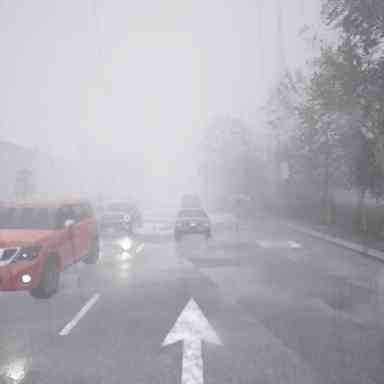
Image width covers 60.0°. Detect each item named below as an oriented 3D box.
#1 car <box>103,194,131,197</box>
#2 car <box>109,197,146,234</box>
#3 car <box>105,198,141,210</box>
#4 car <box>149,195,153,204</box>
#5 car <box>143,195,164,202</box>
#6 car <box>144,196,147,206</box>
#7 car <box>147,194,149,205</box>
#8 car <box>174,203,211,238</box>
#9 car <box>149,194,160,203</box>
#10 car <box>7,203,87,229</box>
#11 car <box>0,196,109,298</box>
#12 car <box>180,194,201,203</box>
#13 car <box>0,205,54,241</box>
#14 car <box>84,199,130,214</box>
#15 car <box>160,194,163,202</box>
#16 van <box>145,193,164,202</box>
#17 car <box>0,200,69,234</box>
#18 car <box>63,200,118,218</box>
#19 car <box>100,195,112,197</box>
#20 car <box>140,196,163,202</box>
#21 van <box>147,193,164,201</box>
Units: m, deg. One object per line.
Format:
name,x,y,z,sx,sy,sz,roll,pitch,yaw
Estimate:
car,-9.508,1.275,34.219,5.566,2.045,2.435,-1,0,-20
car,-4.197,1.372,19.381,2.097,1.767,4.553,0,0,0
car,-9.549,1.599,46.213,4.674,1.452,2.002,-1,0,-20
car,-9.550,1.621,55.231,4.792,1.488,2.163,-1,0,-20
car,-9.798,1.689,85.242,5.008,1.535,2.097,-1,0,-21
car,-9.593,1.444,49.210,4.553,1.767,2.185,-1,0,-20
car,-9.601,1.455,52.211,4.553,1.767,2.185,-1,0,-20
car,0.022,1.562,17.876,2.033,1.411,5.357,0,0,0
car,-9.641,1.647,67.223,4.892,1.521,2.231,-1,-1,-20
car,-9.505,1.548,22.194,4.674,1.452,2.002,-1,0,-20
car,-4.080,1.233,8.885,2.150,2.045,5.566,0,0,0
car,-0.146,1.267,37.530,2.150,2.045,5.566,0,0,-1
car,-9.477,1.502,16.183,5.008,1.535,2.097,-1,0,-20
car,-9.507,1.563,37.220,4.792,1.488,2.163,-1,0,-20
car,-9.478,1.655,70.288,5.366,1.575,1.946,-1,-1,-20
van,-9.944,1.440,88.186,4.442,1.987,1.878,-1,1,-21
car,-9.530,1.380,19.186,4.553,1.767,2.185,-1,0,-20
car,-9.499,1.550,31.218,4.792,1.488,2.163,-1,0,-20
car,-9.488,1.390,28.205,4.553,1.767,2.185,-1,0,-20
car,-9.924,1.706,82.172,5.366,1.575,1.946,-1,0,-20
van,-9.986,1.414,91.187,4.442,1.987,1.878,-1,1,-21
